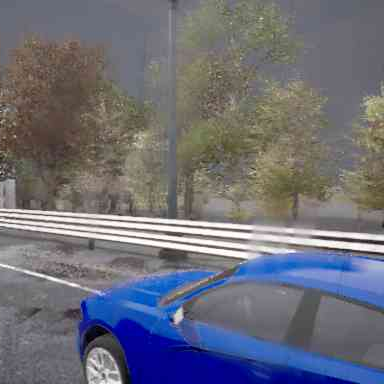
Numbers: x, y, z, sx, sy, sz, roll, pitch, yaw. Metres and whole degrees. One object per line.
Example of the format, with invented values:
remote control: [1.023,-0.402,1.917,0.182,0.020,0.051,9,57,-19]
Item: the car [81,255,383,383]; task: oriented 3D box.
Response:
car: [0.974,1.306,2.982,5.008,1.535,1.882,0,0,38]
